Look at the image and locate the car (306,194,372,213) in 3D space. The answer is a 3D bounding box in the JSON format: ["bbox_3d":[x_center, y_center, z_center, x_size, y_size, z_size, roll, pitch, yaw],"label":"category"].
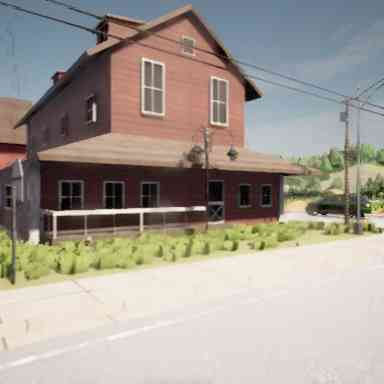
[{"bbox_3d":[12.928,1.223,29.589,2.150,2.045,5.566,0,0,-37],"label":"car"}]
